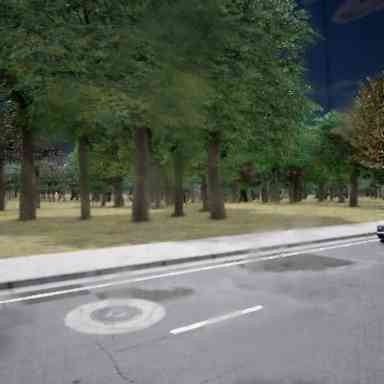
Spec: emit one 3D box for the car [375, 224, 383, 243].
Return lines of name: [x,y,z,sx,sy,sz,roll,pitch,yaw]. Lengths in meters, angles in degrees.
car: [10.281,1.649,15.015,4.718,1.301,1.895,0,0,-35]
